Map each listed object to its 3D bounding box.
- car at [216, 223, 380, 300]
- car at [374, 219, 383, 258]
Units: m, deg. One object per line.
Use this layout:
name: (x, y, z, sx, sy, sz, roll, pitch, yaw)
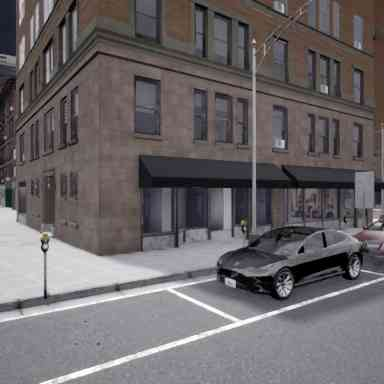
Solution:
car: (2.594, 1.568, 8.378, 4.313, 1.339, 1.947, 0, 0, -35)
car: (7.075, 1.586, 11.570, 4.206, 1.307, 1.802, 0, 0, -35)
